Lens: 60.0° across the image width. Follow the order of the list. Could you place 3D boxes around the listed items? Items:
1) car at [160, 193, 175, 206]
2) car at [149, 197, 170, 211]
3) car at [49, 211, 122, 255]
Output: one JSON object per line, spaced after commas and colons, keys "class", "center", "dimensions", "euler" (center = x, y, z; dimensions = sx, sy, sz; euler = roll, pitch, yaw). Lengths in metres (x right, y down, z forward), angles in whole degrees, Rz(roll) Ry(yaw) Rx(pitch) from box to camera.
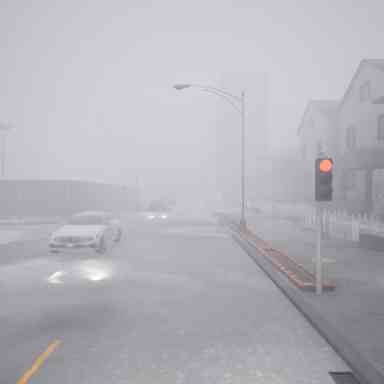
{"class": "car", "center": [-4.027, 1.219, 55.818], "dimensions": [2.150, 2.045, 5.566], "euler": [0, 0, 3]}
{"class": "car", "center": [-4.097, 1.601, 40.991], "dimensions": [1.895, 1.301, 4.718], "euler": [0, 0, 0]}
{"class": "car", "center": [-4.100, 1.526, 13.517], "dimensions": [1.812, 1.442, 4.674], "euler": [0, 0, 0]}
